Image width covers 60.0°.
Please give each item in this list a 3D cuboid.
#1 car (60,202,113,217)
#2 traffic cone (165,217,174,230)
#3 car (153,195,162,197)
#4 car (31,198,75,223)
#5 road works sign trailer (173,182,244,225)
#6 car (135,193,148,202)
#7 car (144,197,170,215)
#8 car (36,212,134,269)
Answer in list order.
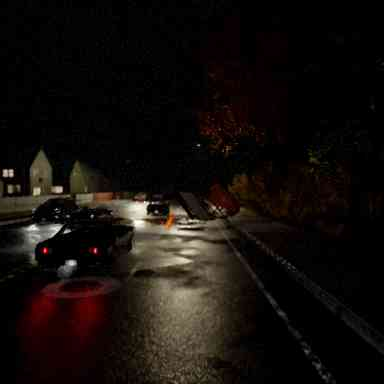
[{"bbox_3d":[-6.593,1.493,21.755,1.895,1.301,4.718,0,0,0],"label":"car"},{"bbox_3d":[-1.374,1.861,18.970,0.340,0.580,0.340,0,0,0],"label":"traffic cone"},{"bbox_3d":[-6.506,1.252,62.864,1.895,1.301,4.718,0,0,1],"label":"car"},{"bbox_3d":[-9.840,1.231,24.308,2.097,1.767,4.553,0,0,0],"label":"car"},{"bbox_3d":[0.711,0.992,20.086,3.560,2.880,2.380,5,40,-50],"label":"road works sign trailer"},{"bbox_3d":[-9.748,0.989,64.741,2.097,1.767,4.553,0,0,0],"label":"car"},{"bbox_3d":[-3.141,1.441,31.687,1.895,1.301,4.718,0,0,0],"label":"car"},{"bbox_3d":[-3.147,1.547,10.895,1.895,1.301,4.718,0,0,0],"label":"car"}]
